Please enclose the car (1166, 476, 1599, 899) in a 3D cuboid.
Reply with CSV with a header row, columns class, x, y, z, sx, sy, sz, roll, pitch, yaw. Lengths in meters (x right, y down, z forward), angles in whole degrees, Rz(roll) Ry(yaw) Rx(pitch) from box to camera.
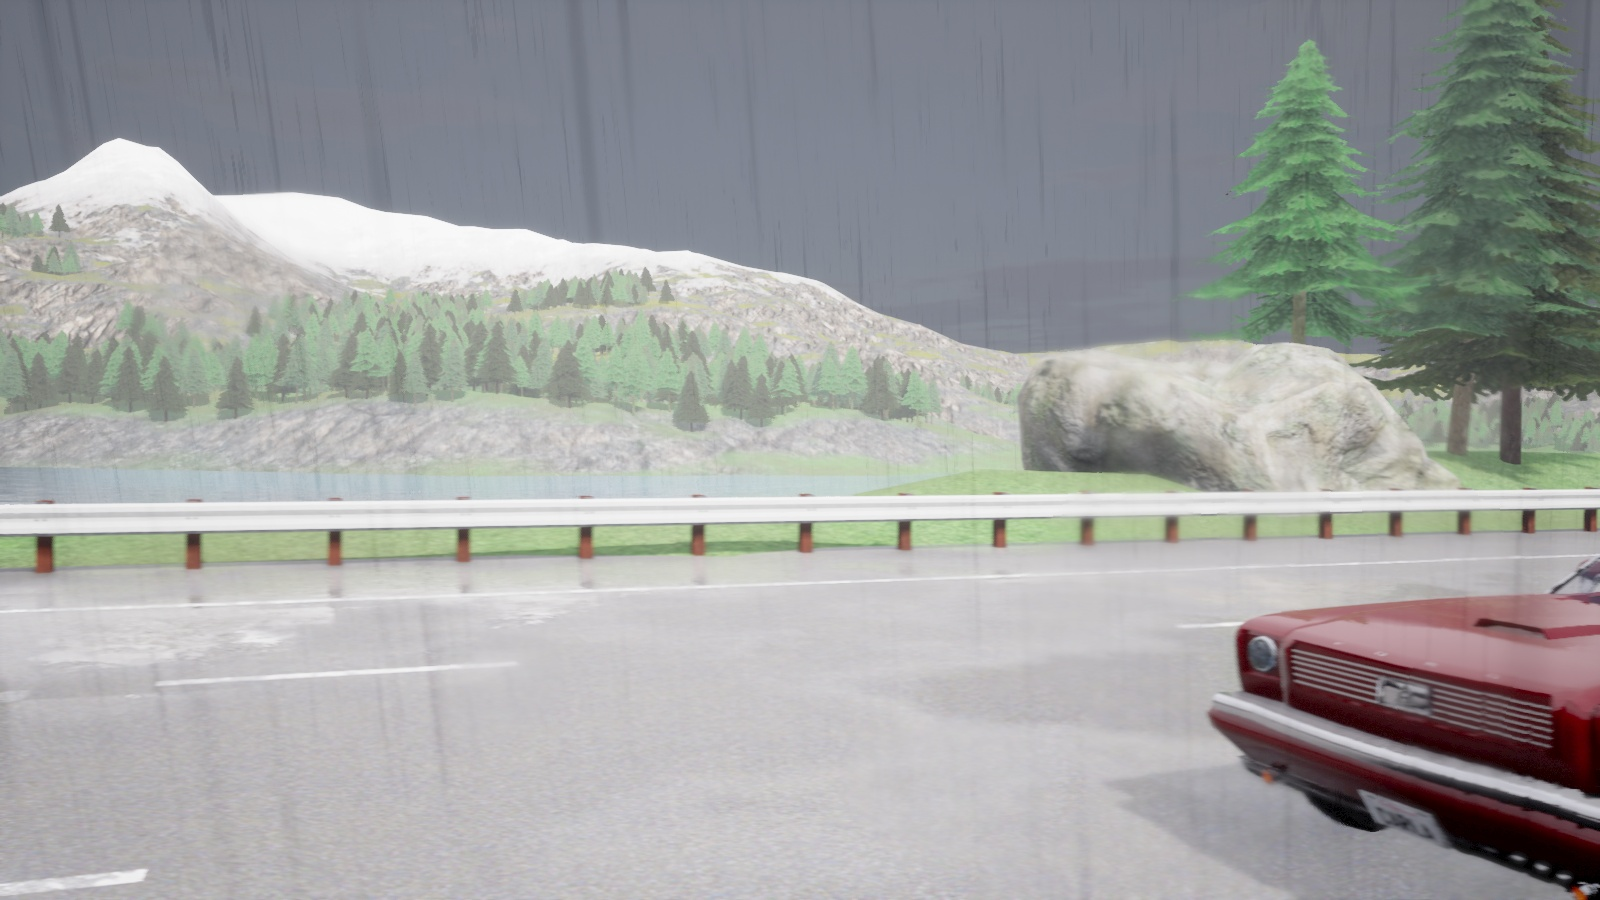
class,x,y,z,sx,sy,sz,roll,pitch,yaw
car,3.939,0.779,4.734,4.718,1.301,1.895,-1,1,-21
